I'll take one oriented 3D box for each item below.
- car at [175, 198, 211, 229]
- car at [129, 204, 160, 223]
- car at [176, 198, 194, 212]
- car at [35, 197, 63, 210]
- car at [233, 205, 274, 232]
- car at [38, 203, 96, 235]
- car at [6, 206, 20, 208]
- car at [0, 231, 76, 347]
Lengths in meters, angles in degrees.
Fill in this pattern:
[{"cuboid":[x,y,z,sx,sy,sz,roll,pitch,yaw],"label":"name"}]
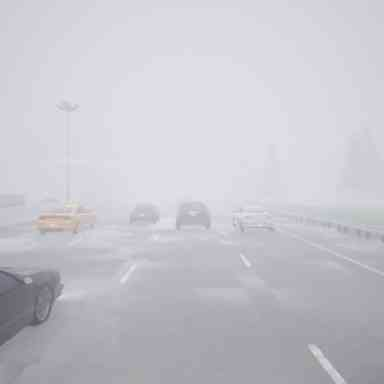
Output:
[{"cuboid":[0.059,1.353,21.821,2.097,1.767,4.553,0,0,-1],"label":"car"},{"cuboid":[-3.522,1.565,25.262,1.994,1.385,4.181,0,0,-1],"label":"car"},{"cuboid":[-0.971,1.507,40.708,1.837,1.490,4.892,0,0,-5],"label":"car"},{"cuboid":[-19.198,1.491,44.855,2.128,1.511,4.902,0,0,-7],"label":"car"},{"cuboid":[3.581,1.527,19.931,1.812,1.442,4.674,0,0,0],"label":"car"},{"cuboid":[-6.911,1.478,18.920,1.882,1.535,5.008,0,0,0],"label":"car"},{"cuboid":[-22.227,1.225,40.651,2.150,2.045,5.566,0,0,-6],"label":"car"},{"cuboid":[-3.399,1.547,3.999,2.033,1.411,5.357,0,0,0],"label":"car"}]
